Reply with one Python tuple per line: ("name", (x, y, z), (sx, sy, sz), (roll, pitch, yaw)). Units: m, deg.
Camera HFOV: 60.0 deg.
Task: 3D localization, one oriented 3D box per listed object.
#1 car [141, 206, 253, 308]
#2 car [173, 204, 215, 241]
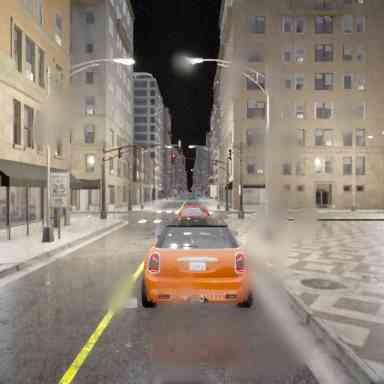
("car", (0.094, 1.352, 8.091), (2.097, 1.767, 4.553), (0, 0, 0))
("car", (0.094, 1.477, 17.691), (1.882, 1.535, 5.008), (0, 0, 0))
